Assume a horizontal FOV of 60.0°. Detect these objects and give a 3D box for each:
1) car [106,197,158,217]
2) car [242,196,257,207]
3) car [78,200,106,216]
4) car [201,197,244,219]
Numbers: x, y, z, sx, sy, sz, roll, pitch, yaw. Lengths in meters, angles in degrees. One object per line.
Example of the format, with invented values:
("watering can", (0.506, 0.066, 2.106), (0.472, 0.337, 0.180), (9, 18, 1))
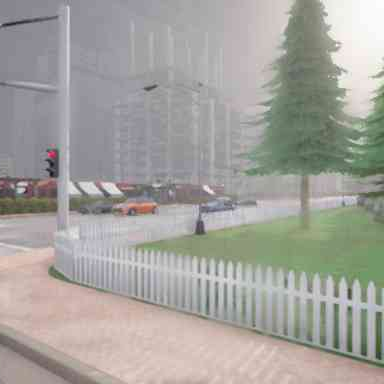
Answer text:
("car", (-5.117, 1.262, 30.151), (2.097, 1.767, 4.553), (0, 0, 34))
("car", (8.022, 1.400, 49.451), (2.128, 1.511, 4.902), (0, 0, 34))
("car", (-8.579, 1.458, 31.282), (1.994, 1.385, 4.181), (0, 0, 34))
("car", (2.317, 1.465, 28.319), (1.812, 1.442, 4.674), (0, 0, 34))
